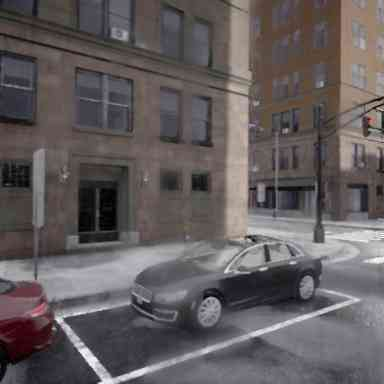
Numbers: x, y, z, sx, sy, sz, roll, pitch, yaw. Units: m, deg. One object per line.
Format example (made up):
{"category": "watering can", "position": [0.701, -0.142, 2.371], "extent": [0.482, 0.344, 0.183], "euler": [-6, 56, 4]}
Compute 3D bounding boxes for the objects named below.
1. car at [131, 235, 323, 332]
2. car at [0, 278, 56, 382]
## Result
{"category": "car", "position": [0.908, 1.602, 6.835], "extent": [4.403, 1.369, 2.008], "euler": [1, 0, -35]}
{"category": "car", "position": [-3.718, 1.570, 3.536], "extent": [4.206, 1.307, 1.802], "euler": [1, 0, -35]}
